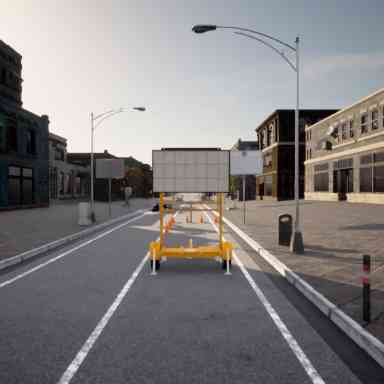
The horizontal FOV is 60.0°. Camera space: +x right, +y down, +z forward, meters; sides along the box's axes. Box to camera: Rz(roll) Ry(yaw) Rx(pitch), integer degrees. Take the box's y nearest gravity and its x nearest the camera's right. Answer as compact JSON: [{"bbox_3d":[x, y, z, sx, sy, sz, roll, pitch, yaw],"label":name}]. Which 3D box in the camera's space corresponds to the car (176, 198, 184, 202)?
[{"bbox_3d":[-3.260,2.192,90.008,1.994,1.385,4.181,0,-1,0],"label":"car"}]

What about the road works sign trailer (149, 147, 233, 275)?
[{"bbox_3d":[-0.029,0.431,10.329,2.380,3.560,2.880,0,0,0],"label":"road works sign trailer"}]

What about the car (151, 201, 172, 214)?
[{"bbox_3d":[-3.201,1.605,35.585,1.895,1.301,4.718,0,-1,0],"label":"car"}]
